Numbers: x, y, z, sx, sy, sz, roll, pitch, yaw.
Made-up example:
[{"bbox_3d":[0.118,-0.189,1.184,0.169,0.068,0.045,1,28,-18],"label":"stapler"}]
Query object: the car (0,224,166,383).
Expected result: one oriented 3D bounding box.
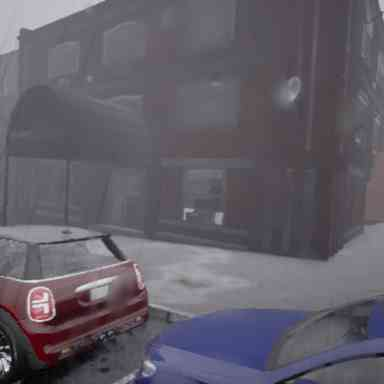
[{"bbox_3d":[-2.940,1.340,5.615,4.553,1.767,2.185,0,0,35],"label":"car"}]
